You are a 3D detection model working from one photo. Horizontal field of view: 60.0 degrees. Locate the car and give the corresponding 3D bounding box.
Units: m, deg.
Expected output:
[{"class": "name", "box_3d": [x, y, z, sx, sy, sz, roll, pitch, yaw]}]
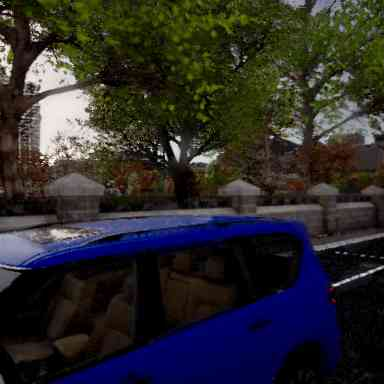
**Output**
[{"class": "car", "box_3d": [-0.920, 1.282, 2.670, 5.566, 2.045, 2.150, 0, -1, -41]}]
